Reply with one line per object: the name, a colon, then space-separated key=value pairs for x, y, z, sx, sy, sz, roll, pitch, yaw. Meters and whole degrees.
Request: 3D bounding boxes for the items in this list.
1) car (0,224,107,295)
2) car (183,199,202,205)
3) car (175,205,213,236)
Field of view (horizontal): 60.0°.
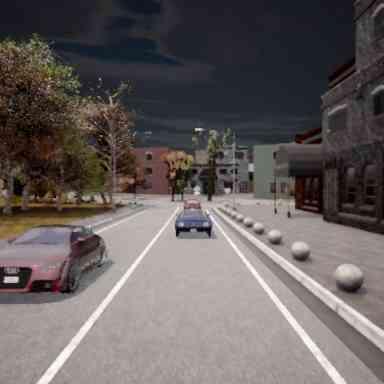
car: x=-3.607 y=1.563 z=8.641 sx=1.994 sy=1.385 sz=4.181 roll=0 pitch=0 yaw=0
car: x=0.066 y=1.470 z=35.196 sx=1.812 sy=1.442 sz=4.674 roll=0 pitch=0 yaw=0
car: x=0.076 y=1.596 z=18.323 sx=1.895 sy=1.301 sz=4.718 roll=0 pitch=0 yaw=0
